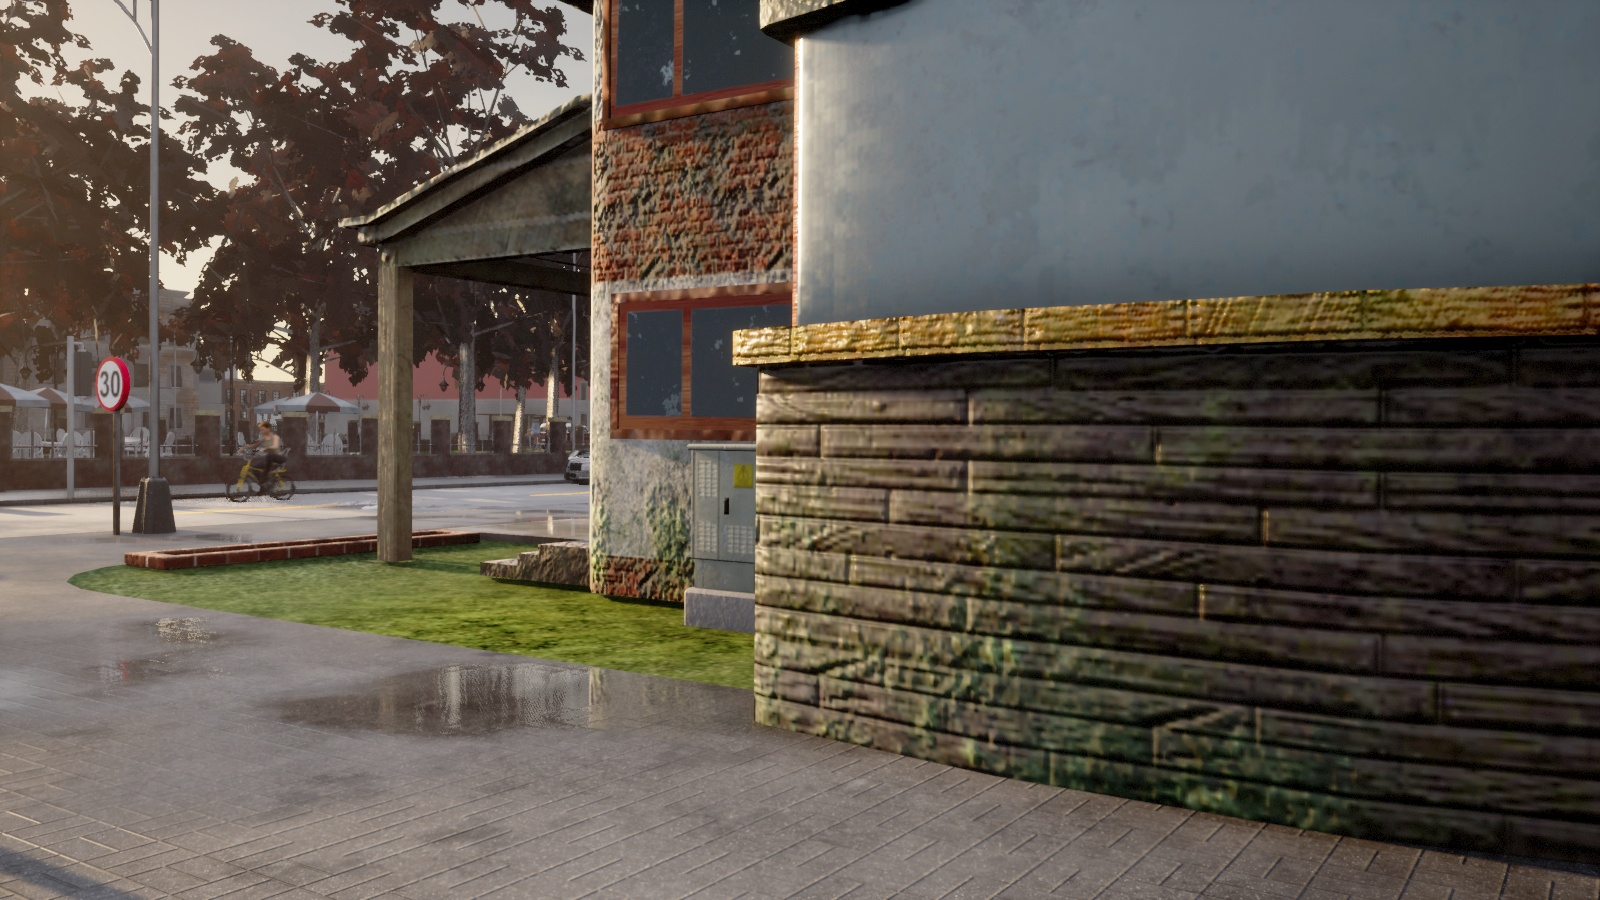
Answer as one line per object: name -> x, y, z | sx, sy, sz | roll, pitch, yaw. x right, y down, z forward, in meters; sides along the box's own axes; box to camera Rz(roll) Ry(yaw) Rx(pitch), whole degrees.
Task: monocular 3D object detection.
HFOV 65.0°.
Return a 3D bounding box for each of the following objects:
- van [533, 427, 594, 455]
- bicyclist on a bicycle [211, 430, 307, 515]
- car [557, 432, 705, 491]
van -> -18.045, -0.693, 96.037 | 2.069, 2.038, 4.480 | 0, 1, 34
bicyclist on a bicycle -> -10.729, 0.424, 24.956 | 0.866, 1.612, 1.509 | 0, 1, 33
car -> -4.554, 0.270, 34.283 | 1.970, 1.475, 3.806 | 0, 1, 33
